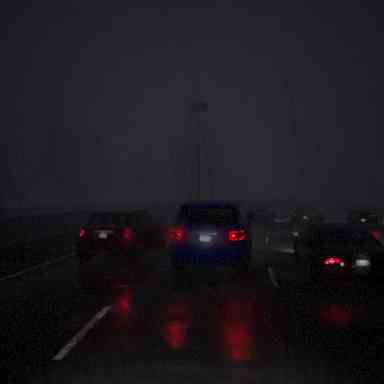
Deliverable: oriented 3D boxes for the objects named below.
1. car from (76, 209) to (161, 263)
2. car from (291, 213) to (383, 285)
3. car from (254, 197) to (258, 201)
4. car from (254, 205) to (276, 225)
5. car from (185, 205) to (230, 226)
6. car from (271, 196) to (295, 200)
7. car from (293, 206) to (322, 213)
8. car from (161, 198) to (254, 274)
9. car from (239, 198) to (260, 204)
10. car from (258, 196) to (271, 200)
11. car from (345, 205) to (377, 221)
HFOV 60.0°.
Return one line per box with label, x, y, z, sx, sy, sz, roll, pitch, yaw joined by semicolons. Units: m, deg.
car;-2.373;1.405;12.558;2.097;1.767;4.553;0;0;12
car;4.133;1.588;9.663;2.033;1.411;5.357;0;0;10
car;14.339;1.793;69.768;4.892;1.490;1.837;0;0;-39
car;5.009;1.671;25.077;1.994;1.385;4.181;0;0;24
car;1.324;1.708;25.389;1.895;1.301;4.718;0;0;23
car;17.844;1.770;63.636;4.892;1.490;1.837;0;-1;-37
car;8.278;1.665;23.834;1.994;1.385;4.181;0;0;24
car;0.842;1.270;11.033;2.150;2.045;5.566;0;0;11
car;12.589;1.902;72.838;4.718;1.301;1.895;0;0;-36
car;16.096;1.635;66.716;4.553;1.767;2.097;0;0;-39
car;11.827;1.622;23.246;1.812;1.442;4.674;0;0;24
